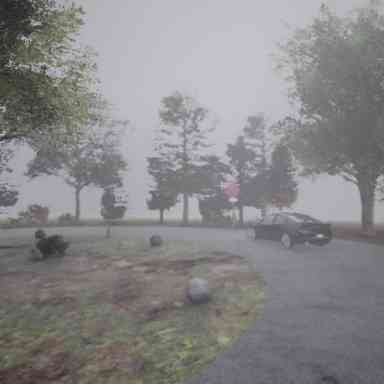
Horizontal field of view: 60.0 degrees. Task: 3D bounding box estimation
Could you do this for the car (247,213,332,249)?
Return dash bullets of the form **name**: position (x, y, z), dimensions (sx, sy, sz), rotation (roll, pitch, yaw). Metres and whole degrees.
- **car**: position (4.503, 1.736, 16.206), dimensions (1.882, 1.535, 5.008), rotation (1, -2, -20)
